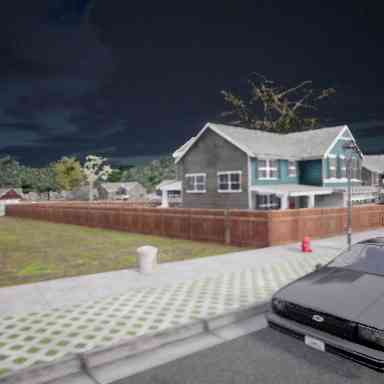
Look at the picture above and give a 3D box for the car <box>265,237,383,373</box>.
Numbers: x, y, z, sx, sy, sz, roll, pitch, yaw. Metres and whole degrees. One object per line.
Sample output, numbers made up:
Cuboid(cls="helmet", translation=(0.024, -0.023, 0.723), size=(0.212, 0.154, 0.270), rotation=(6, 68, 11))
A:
Cuboid(cls="car", translation=(3.690, 1.559, 5.885), size=(5.357, 1.411, 2.033), rotation=(0, 0, -37))
